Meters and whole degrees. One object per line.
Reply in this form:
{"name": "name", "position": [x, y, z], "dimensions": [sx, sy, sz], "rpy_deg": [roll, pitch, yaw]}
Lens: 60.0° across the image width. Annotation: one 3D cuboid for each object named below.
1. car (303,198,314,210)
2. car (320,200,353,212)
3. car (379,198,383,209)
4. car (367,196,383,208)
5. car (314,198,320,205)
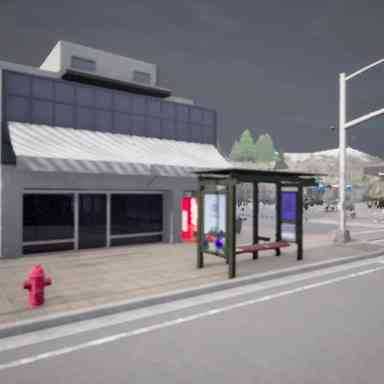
{"name": "car", "position": [13.671, 1.585, 44.922], "dimensions": [5.027, 1.636, 2.152], "rpy_deg": [0, 0, -36]}
{"name": "car", "position": [17.674, 1.665, 39.896], "dimensions": [3.806, 1.475, 1.970], "rpy_deg": [0, 0, -36]}
{"name": "car", "position": [25.536, 1.776, 41.029], "dimensions": [4.514, 1.523, 2.007], "rpy_deg": [0, 0, -36]}
{"name": "car", "position": [29.625, 1.640, 52.506], "dimensions": [4.605, 1.855, 1.932], "rpy_deg": [0, 0, -36]}
{"name": "car", "position": [22.940, 1.845, 63.041], "dimensions": [4.514, 1.523, 2.007], "rpy_deg": [0, 0, -36]}
